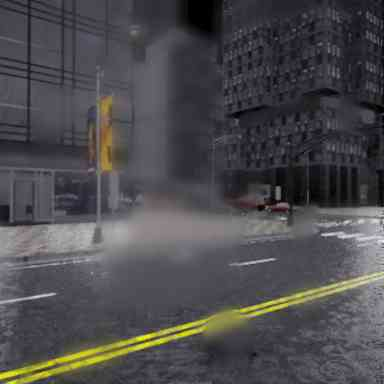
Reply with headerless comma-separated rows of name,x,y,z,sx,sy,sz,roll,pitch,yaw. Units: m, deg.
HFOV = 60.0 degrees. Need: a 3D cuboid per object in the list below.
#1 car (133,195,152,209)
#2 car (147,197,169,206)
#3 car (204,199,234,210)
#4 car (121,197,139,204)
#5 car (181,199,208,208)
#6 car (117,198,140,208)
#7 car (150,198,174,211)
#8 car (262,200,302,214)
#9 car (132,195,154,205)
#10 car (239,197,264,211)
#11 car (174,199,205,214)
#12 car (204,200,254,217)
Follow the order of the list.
car,-6.457,1.556,46.375,1.967,1.590,4.097,1,0,-36
car,-6.284,1.677,60.507,1.887,1.381,4.507,1,0,-36
car,3.752,1.744,46.891,1.947,1.339,4.313,1,0,-36
car,-12.975,1.676,69.585,1.947,1.339,4.313,0,0,-36
car,0.407,1.726,51.430,1.947,1.339,4.313,1,0,-36
car,-9.804,1.683,50.915,1.802,1.307,4.206,1,0,-36
car,-3.112,1.715,41.836,1.802,1.307,4.206,1,0,-36
car,10.444,1.798,37.813,1.802,1.307,4.206,1,0,-36
car,-9.629,1.436,65.048,2.192,1.841,5.009,0,0,-36
car,7.100,1.511,42.353,2.192,1.841,5.009,1,0,-36
car,0.234,1.717,37.297,1.947,1.339,4.313,1,0,-36
car,3.581,1.738,32.757,1.947,1.339,4.313,1,0,-36
